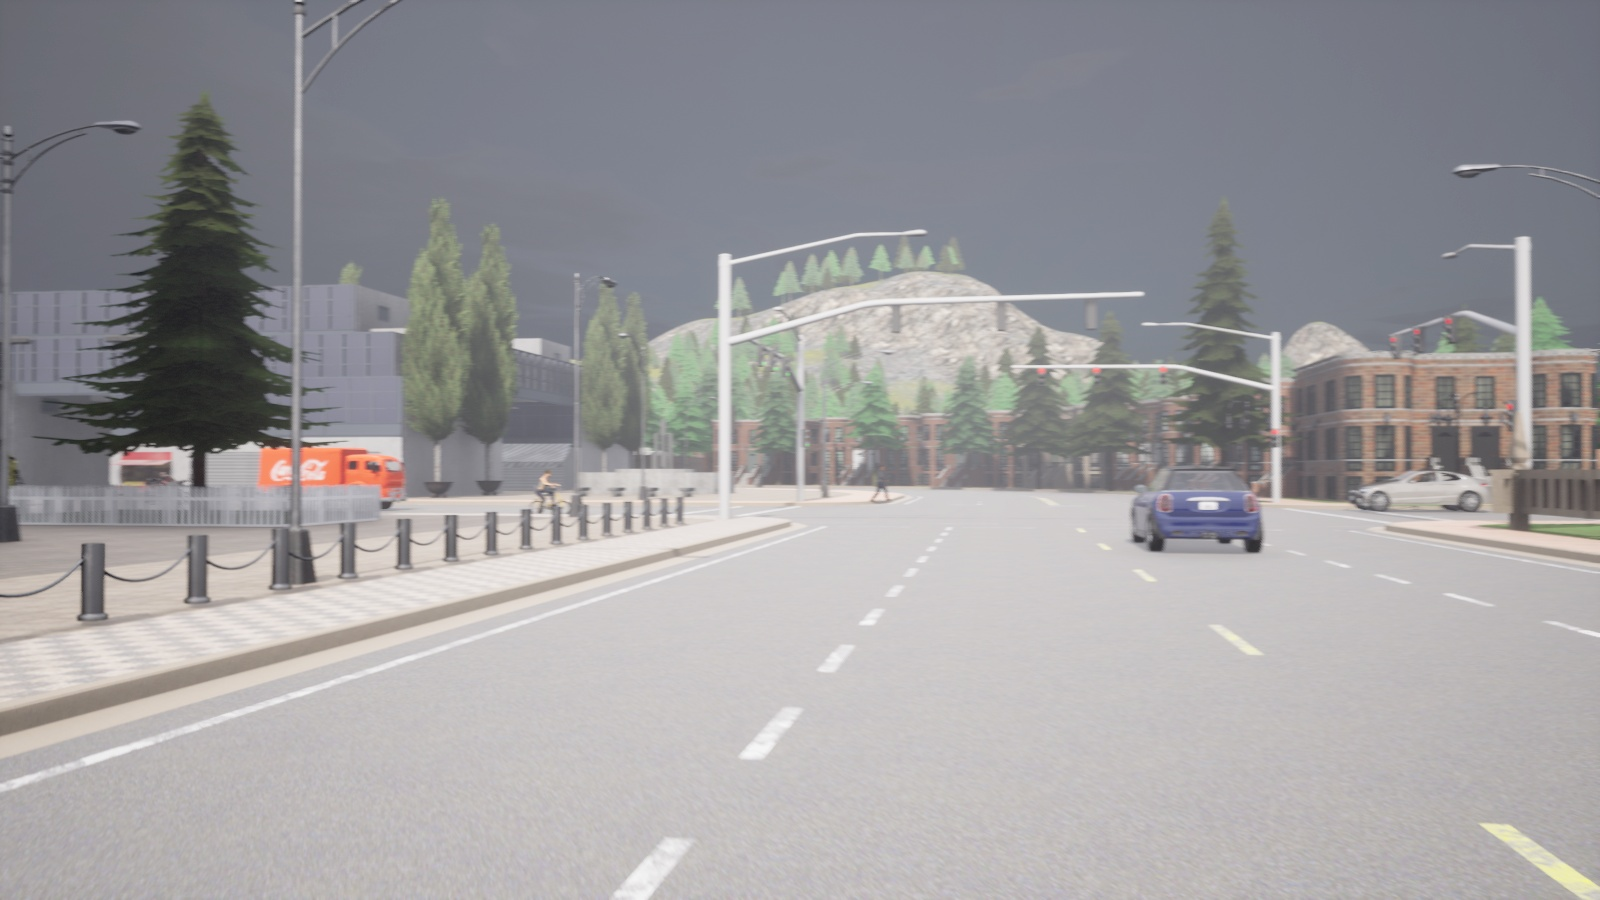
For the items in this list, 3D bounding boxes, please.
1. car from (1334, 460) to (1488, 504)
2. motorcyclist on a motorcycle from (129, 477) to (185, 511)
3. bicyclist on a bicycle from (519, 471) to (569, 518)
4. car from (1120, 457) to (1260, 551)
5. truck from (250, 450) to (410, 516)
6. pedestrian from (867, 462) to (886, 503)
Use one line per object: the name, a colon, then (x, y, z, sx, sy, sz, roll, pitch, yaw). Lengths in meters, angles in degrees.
car: (23.984, 1.266, 49.486, 5.027, 1.651, 2.152, -1, -1, 9)
motorcyclist on a motorcycle: (-29.514, 2.017, 57.636, 2.191, 1.530, 0.866, -1, -1, 9)
bicyclist on a bicycle: (-8.932, 1.549, 43.886, 1.509, 1.612, 0.866, -1, -1, 9)
car: (7.935, 1.057, 25.977, 2.097, 1.767, 4.553, -1, -1, 9)
truck: (-18.222, 1.272, 48.843, 5.204, 2.467, 2.627, -1, -1, 9)
pedestrian: (3.586, 1.533, 59.135, 0.788, 1.949, 0.423, -1, -1, 19)
